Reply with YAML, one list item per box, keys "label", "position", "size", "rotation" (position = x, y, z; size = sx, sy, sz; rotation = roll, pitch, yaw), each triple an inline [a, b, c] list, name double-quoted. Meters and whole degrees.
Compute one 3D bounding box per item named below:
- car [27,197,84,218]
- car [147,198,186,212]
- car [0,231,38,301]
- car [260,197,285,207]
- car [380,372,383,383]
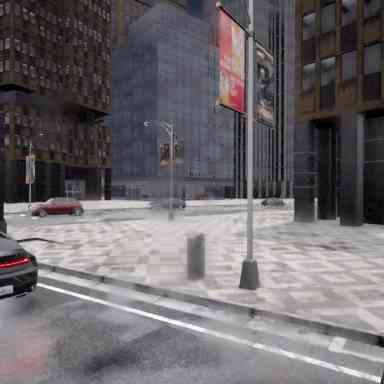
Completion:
- label: "car"
  position: [-12.123, 1.291, 29.662]
  size: [4.553, 1.767, 2.097]
  rotation: [0, 0, -41]
- label: "car"
  position: [-2.831, 1.438, 37.822]
  size: [4.902, 1.511, 2.128]
  rotation: [0, 0, -41]
- label: "car"
  position: [-5.331, 1.503, 7.253]
  size: [4.892, 1.490, 1.837]
  rotation: [0, 0, 34]
- label: "car"
  position: [12.395, 1.534, 51.100]
  size: [4.181, 1.385, 1.994]
  rotation: [0, 0, -41]
- label: "car"
  position: [3.489, 1.478, 1.168]
  size: [5.008, 1.535, 1.882]
  rotation: [0, 0, 36]
